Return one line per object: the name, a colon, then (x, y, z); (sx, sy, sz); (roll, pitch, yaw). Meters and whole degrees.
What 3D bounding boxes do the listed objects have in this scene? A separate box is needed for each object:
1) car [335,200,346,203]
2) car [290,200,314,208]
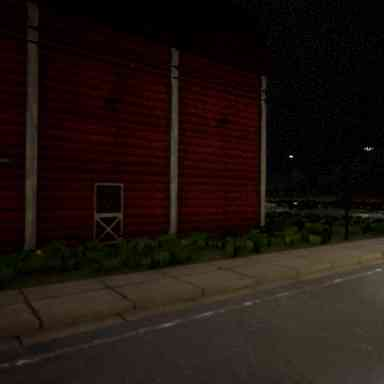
car: (25.914, 2.108, 57.753); (3.905, 1.438, 1.784); (1, 0, -36)
car: (16.238, 1.955, 49.192); (4.193, 1.474, 1.816); (1, 0, -36)
